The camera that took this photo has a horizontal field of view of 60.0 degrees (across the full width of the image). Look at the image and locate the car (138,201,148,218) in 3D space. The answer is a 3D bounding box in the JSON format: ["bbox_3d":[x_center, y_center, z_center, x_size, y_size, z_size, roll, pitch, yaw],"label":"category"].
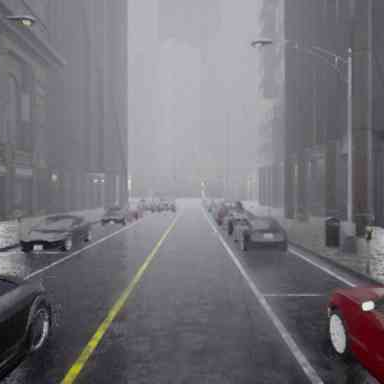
[{"bbox_3d":[-5.669,1.818,31.322,1.887,1.381,4.507,-1,0,0],"label":"car"}]

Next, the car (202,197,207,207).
[{"bbox_3d":[2.863,1.988,53.989,1.752,1.417,4.829,-1,0,0],"label":"car"}]

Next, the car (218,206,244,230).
[{"bbox_3d":[2.855,1.744,20.073,1.947,1.339,4.313,-1,0,0],"label":"car"}]

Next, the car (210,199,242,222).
[{"bbox_3d":[2.853,1.541,25.700,2.192,1.841,5.009,-1,0,0],"label":"car"}]

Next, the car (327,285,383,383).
[{"bbox_3d":[2.851,1.575,3.201,1.887,1.381,4.507,-1,-1,0],"label":"car"}]

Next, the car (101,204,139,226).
[{"bbox_3d":[-5.669,1.791,25.697,1.947,1.339,4.313,-1,0,0],"label":"car"}]

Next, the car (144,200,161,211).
[{"bbox_3d":[-5.664,1.959,48.195,1.887,1.381,4.507,-1,0,0],"label":"car"}]

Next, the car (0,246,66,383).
[{"bbox_3d":[-3.100,1.595,3.344,1.994,1.385,4.181,0,-1,0],"label":"car"}]

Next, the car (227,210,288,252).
[{"bbox_3d":[2.853,1.695,14.450,1.947,1.339,4.313,-1,0,0],"label":"car"}]

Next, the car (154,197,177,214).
[{"bbox_3d":[-3.082,1.585,41.702,2.150,2.045,5.566,0,-1,0],"label":"car"}]

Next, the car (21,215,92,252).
[{"bbox_3d":[-5.672,1.694,14.449,1.947,1.339,4.313,-1,-1,0],"label":"car"}]

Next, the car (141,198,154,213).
[{"bbox_3d":[-5.668,1.682,42.573,2.192,1.841,5.009,-1,0,0],"label":"car"}]

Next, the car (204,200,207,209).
[{"bbox_3d":[2.860,1.951,42.570,1.802,1.307,4.206,-1,0,0],"label":"car"}]

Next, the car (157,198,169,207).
[{"bbox_3d":[-5.661,1.991,65.070,1.967,1.590,4.097,0,0,0],"label":"car"}]

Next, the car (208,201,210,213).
[{"bbox_3d":[2.857,1.819,31.322,1.887,1.381,4.507,-1,0,0],"label":"car"}]

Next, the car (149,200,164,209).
[{"bbox_3d":[-5.663,2.011,53.820,2.008,1.369,4.403,0,0,0],"label":"car"}]

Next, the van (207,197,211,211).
[{"bbox_3d":[2.857,1.663,36.948,1.690,1.788,3.998,-1,0,0],"label":"van"}]
